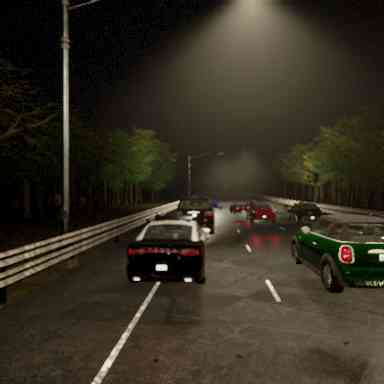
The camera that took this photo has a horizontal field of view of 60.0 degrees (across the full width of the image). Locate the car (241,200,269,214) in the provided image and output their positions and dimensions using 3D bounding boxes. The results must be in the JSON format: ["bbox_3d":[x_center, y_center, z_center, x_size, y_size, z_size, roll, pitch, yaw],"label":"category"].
[{"bbox_3d":[7.285,1.722,38.872,1.994,1.385,4.181,2,0,-6],"label":"car"}]

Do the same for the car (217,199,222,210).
[{"bbox_3d":[3.224,1.722,46.172,2.033,1.411,5.357,0,0,4],"label":"car"}]

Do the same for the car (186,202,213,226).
[{"bbox_3d":[0.681,1.575,25.707,1.882,1.535,5.008,0,0,4],"label":"car"}]

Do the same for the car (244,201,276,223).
[{"bbox_3d":[5.375,1.628,26.162,1.812,1.442,4.674,0,-1,4],"label":"car"}]

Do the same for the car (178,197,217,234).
[{"bbox_3d":[0.265,1.297,19.751,2.150,2.045,5.566,0,0,4],"label":"car"}]

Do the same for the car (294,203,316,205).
[{"bbox_3d":[8.912,1.610,26.548,1.837,1.490,4.892,0,0,4],"label":"car"}]

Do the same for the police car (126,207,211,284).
[{"bbox_3d":[-0.511,1.462,9.868,1.930,1.638,5.238,0,0,3],"label":"police car"}]

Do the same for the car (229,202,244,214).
[{"bbox_3d":[5.388,1.740,37.385,1.895,1.301,4.718,-2,0,0],"label":"car"}]

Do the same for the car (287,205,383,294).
[{"bbox_3d":[4.182,1.388,9.011,2.097,1.767,4.553,0,0,4],"label":"car"}]
